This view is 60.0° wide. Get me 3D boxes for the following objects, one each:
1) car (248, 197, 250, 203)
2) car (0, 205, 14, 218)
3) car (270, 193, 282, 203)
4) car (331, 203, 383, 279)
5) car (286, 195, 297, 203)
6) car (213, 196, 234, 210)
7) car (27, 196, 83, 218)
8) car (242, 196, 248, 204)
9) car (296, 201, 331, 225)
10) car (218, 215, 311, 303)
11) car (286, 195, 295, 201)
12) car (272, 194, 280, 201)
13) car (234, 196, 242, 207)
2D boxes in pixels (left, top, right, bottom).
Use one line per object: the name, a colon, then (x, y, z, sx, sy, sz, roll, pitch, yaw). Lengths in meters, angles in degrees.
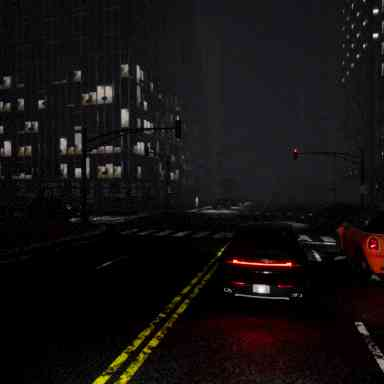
car: (11.105, 1.498, 70.504, 1.994, 1.385, 4.181, 0, 0, 14)
car: (-16.764, 1.434, 27.217, 4.313, 1.339, 1.947, 1, 1, 16)
car: (17.758, 1.159, 70.273, 2.150, 2.045, 5.566, 0, 0, 14)
car: (5.725, 1.347, 9.958, 2.097, 1.767, 4.553, 0, 0, 14)
car: (20.926, 1.465, 69.523, 2.128, 1.511, 4.902, 0, 0, 14)
car: (3.912, 1.502, 42.875, 1.812, 1.442, 4.674, 0, 0, 14)
car: (-11.761, 1.216, 28.657, 4.553, 1.767, 2.097, 1, 1, 15)
car: (8.552, 1.483, 60.847, 1.812, 1.442, 4.674, 0, 0, 15)
car: (10.341, 1.562, 24.331, 4.674, 1.442, 1.812, 0, 1, -5)
car: (1.855, 1.501, 8.355, 1.837, 1.490, 4.892, 0, 0, 14)
car: (23.490, 1.467, 79.524, 2.033, 1.411, 5.357, 0, 0, 14)
car: (20.342, 1.238, 80.334, 1.882, 1.535, 5.008, 0, 0, 14)
car: (6.216, 1.472, 51.853, 1.837, 1.490, 4.892, 0, 0, 14)
